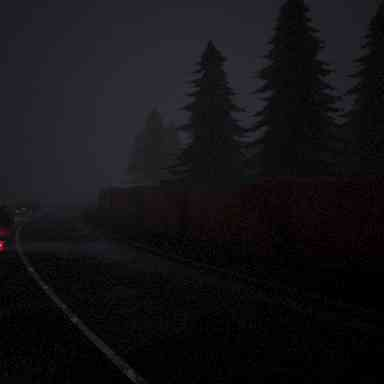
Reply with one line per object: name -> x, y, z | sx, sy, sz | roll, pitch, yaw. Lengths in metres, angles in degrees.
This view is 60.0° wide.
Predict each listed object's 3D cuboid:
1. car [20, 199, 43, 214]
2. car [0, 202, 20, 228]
car -> -17.743, 1.524, 36.419 | 1.882, 1.535, 5.008 | 0, 0, -14
car -> -12.976, 1.535, 22.073 | 2.128, 1.511, 4.902 | 0, 0, -24
